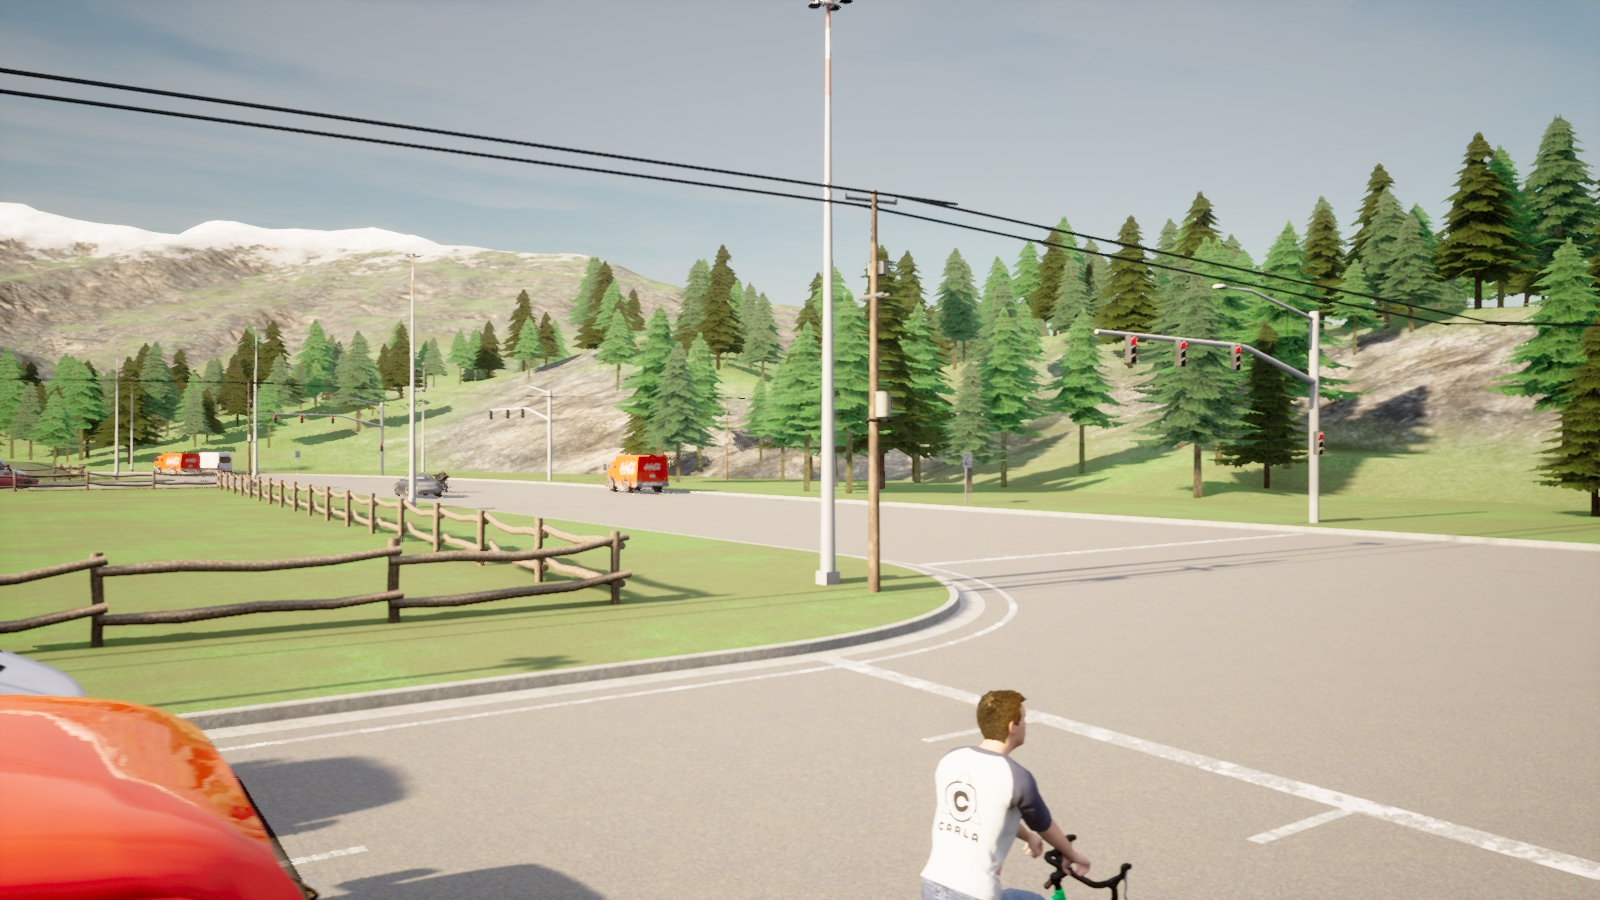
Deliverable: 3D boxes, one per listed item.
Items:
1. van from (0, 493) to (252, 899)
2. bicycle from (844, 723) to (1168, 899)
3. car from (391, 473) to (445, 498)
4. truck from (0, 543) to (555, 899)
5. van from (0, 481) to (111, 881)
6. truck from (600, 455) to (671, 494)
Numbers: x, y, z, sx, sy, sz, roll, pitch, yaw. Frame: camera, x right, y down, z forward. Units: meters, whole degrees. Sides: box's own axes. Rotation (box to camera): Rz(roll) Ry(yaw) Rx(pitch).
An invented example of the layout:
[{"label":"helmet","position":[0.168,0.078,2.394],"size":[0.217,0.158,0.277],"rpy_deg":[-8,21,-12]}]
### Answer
[{"label":"van","position":[-5.449,1.534,4.235],"size":[5.915,2.561,1.988],"rpy_deg":[0,0,-35]},{"label":"bicycle","position":[0.925,2.059,4.857],"size":[1.643,1.496,0.373],"rpy_deg":[1,0,-39]},{"label":"car","position":[-23.096,2.131,68.935],"size":[1.994,1.385,4.181],"rpy_deg":[0,0,-35]},{"label":"truck","position":[-3.304,1.568,1.552],"size":[5.204,2.467,2.627],"rpy_deg":[0,0,-34]},{"label":"van","position":[-7.706,1.534,6.929],"size":[5.915,2.561,1.988],"rpy_deg":[0,0,-35]},{"label":"truck","position":[-10.977,1.584,76.025],"size":[2.627,2.467,5.204],"rpy_deg":[0,0,-35]}]
